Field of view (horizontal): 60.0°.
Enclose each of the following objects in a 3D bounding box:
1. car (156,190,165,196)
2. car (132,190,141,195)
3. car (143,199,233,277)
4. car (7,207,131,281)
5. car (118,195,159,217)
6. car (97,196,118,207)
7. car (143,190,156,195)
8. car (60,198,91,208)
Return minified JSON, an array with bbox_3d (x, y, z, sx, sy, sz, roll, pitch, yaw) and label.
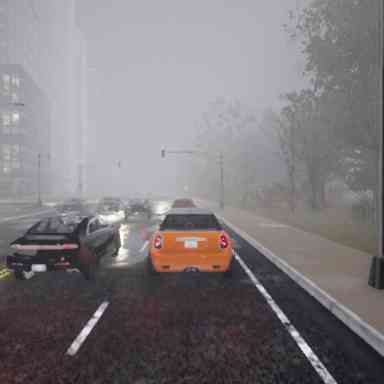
[{"bbox_3d":[-8.355,0.516,89.447,1.895,1.301,4.718,0,1,-11],"label":"car"},{"bbox_3d":[-14.456,0.341,86.660,2.097,1.767,4.553,0,1,-10],"label":"car"},{"bbox_3d":[-0.070,1.242,10.008,2.097,1.767,4.553,0,1,-1],"label":"car"},{"bbox_3d":[-3.305,1.387,9.496,2.128,1.511,4.902,0,0,-1],"label":"car"},{"bbox_3d":[-3.891,1.219,24.897,2.128,1.511,4.902,0,1,-3],"label":"car"},{"bbox_3d":[-7.624,1.151,31.373,2.128,1.511,4.902,0,1,-3],"label":"car"},{"bbox_3d":[-11.475,0.400,88.443,1.882,1.535,5.008,0,1,-11],"label":"car"},{"bbox_3d":[-10.867,1.227,31.175,1.994,1.385,4.181,0,1,-3],"label":"car"}]
